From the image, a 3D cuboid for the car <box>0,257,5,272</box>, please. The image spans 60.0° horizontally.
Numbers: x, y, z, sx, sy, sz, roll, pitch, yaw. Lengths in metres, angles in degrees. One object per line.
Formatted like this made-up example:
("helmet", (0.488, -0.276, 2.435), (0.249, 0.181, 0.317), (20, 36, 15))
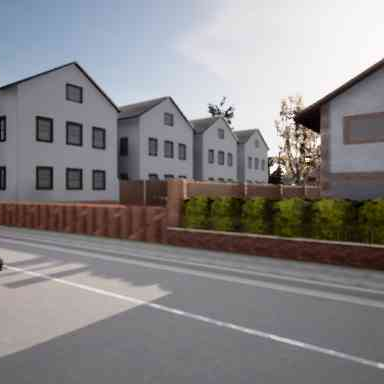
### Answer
("car", (-7.158, 1.551, 9.004), (5.357, 1.411, 2.033), (0, 0, 36))
